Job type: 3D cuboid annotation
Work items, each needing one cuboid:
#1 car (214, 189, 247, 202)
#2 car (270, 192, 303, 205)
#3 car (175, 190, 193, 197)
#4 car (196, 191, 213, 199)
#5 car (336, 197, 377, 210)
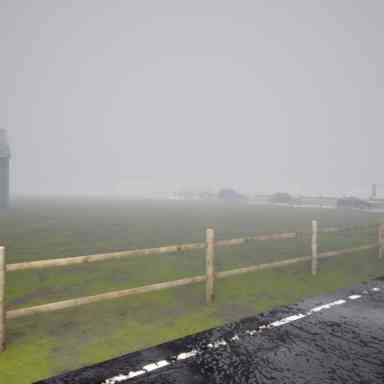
[{"bbox_3d":[6.483,0.504,54.078,2.150,2.045,5.566,0,1,-35],"label":"car"},{"bbox_3d":[12.829,0.830,45.173,2.097,1.767,4.553,0,1,-35],"label":"car"},{"bbox_3d":[-1.772,0.362,71.827,1.837,1.490,4.892,0,1,-36],"label":"car"},{"bbox_3d":[2.793,0.597,65.485,1.837,1.490,4.892,0,1,-35],"label":"car"},{"bbox_3d":[18.400,1.216,37.358,1.994,1.385,4.181,0,1,-35],"label":"car"}]
